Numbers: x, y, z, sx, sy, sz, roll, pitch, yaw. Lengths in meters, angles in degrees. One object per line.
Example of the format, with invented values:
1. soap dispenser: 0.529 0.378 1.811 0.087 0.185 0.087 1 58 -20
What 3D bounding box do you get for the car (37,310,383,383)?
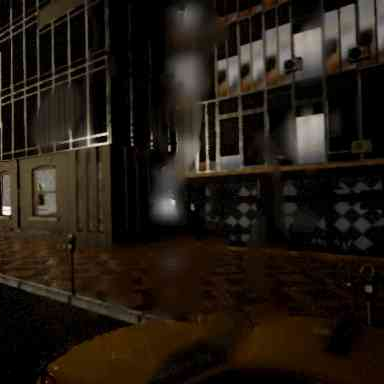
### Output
1. car: 0.784 1.532 2.334 4.829 1.417 1.752 -1 -1 36
